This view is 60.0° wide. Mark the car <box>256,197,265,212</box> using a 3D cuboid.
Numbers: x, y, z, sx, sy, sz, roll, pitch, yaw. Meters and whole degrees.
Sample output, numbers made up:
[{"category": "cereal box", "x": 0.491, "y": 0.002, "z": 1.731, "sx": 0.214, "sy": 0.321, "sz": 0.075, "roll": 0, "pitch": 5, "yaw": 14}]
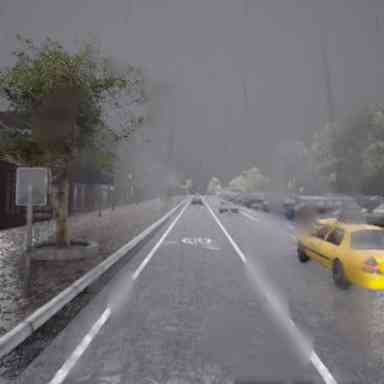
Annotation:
[{"category": "car", "x": 9.498, "y": 1.588, "z": 34.224, "sx": 4.792, "sy": 1.488, "sz": 2.163, "roll": 1, "pitch": 0, "yaw": 1}]

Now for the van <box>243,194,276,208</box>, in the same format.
[{"category": "van", "x": 9.789, "y": 1.246, "z": 48.243, "sx": 4.442, "sy": 1.987, "sz": 1.878, "roll": 1, "pitch": 0, "yaw": 1}]

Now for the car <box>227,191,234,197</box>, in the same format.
[{"category": "car", "x": 9.845, "y": 1.108, "z": 62.260, "sx": 5.566, "sy": 2.045, "sz": 2.435, "roll": 1, "pitch": 0, "yaw": 1}]

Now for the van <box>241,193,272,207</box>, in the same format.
[{"category": "van", "x": 9.829, "y": 1.224, "z": 51.046, "sx": 4.442, "sy": 1.987, "sz": 1.878, "roll": 1, "pitch": 0, "yaw": 1}]

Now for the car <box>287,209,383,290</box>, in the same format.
[{"category": "car", "x": 4.342, "y": 1.496, "z": 9.161, "sx": 1.801, "sy": 1.575, "sz": 5.366, "roll": 1, "pitch": 0, "yaw": 1}]

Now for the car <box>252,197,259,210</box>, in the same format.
[{"category": "car", "x": 9.506, "y": 1.586, "z": 37.032, "sx": 4.674, "sy": 1.452, "sz": 2.002, "roll": 1, "pitch": 0, "yaw": 1}]

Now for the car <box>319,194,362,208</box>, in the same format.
[{"category": "car", "x": 22.826, "y": 1.321, "z": 51.369, "sx": 5.566, "sy": 2.045, "sz": 2.435, "roll": 1, "pitch": 0, "yaw": 1}]

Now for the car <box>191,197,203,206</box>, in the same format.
[{"category": "car", "x": 0.793, "y": 1.467, "z": 52.340, "sx": 1.895, "sy": 1.301, "sz": 4.718, "roll": 1, "pitch": 0, "yaw": 1}]

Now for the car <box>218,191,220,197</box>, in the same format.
[{"category": "car", "x": 10.303, "y": 1.167, "z": 90.290, "sx": 4.792, "sy": 1.488, "sz": 2.163, "roll": 1, "pitch": 0, "yaw": 1}]

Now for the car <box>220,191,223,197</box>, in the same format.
[{"category": "car", "x": 10.164, "y": 1.211, "z": 84.685, "sx": 4.792, "sy": 1.488, "sz": 2.163, "roll": 1, "pitch": 0, "yaw": 1}]

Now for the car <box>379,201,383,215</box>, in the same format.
[{"category": "car", "x": 22.526, "y": 1.714, "z": 34.712, "sx": 4.792, "sy": 1.488, "sz": 2.163, "roll": 1, "pitch": 0, "yaw": 1}]

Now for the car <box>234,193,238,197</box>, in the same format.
[{"category": "car", "x": 9.744, "y": 1.428, "z": 53.853, "sx": 4.892, "sy": 1.521, "sz": 2.231, "roll": 1, "pitch": 0, "yaw": 1}]

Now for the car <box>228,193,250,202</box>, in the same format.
[{"category": "car", "x": 9.962, "y": 1.167, "z": 70.670, "sx": 4.553, "sy": 1.767, "sz": 2.185, "roll": 1, "pitch": 0, "yaw": 1}]

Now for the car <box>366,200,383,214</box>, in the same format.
[{"category": "car", "x": 22.624, "y": 1.700, "z": 37.494, "sx": 4.792, "sy": 1.488, "sz": 2.163, "roll": 1, "pitch": 0, "yaw": 1}]

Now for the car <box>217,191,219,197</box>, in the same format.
[{"category": "car", "x": 10.499, "y": 1.114, "z": 93.091, "sx": 5.366, "sy": 1.575, "sz": 1.946, "roll": 1, "pitch": 0, "yaw": 1}]

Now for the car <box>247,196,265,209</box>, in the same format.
[{"category": "car", "x": 9.555, "y": 1.532, "z": 39.835, "sx": 4.892, "sy": 1.521, "sz": 2.231, "roll": 1, "pitch": 0, "yaw": 1}]

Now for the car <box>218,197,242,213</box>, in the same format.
[{"category": "car", "x": 3.855, "y": 1.582, "z": 36.010, "sx": 1.895, "sy": 1.301, "sz": 4.718, "roll": 1, "pitch": 0, "yaw": 1}]

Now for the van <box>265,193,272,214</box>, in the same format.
[{"category": "van", "x": 9.547, "y": 1.339, "z": 31.420, "sx": 4.442, "sy": 1.987, "sz": 1.878, "roll": 1, "pitch": 0, "yaw": 1}]

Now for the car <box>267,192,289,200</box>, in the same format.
[{"category": "car", "x": 23.331, "y": 1.010, "z": 90.467, "sx": 5.566, "sy": 2.045, "sz": 2.435, "roll": 1, "pitch": 0, "yaw": 1}]

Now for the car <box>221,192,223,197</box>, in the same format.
[{"category": "car", "x": 10.107, "y": 1.226, "z": 79.079, "sx": 5.008, "sy": 1.535, "sz": 2.097, "roll": 1, "pitch": 0, "yaw": 1}]

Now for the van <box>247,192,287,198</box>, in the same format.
[{"category": "van", "x": 9.708, "y": 1.291, "z": 42.639, "sx": 4.442, "sy": 1.987, "sz": 1.878, "roll": 1, "pitch": 0, "yaw": 1}]

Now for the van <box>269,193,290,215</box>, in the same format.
[{"category": "van", "x": 9.274, "y": 1.342, "z": 28.622, "sx": 4.442, "sy": 1.987, "sz": 1.878, "roll": 1, "pitch": 0, "yaw": 1}]

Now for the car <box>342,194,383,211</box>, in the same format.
[{"category": "car", "x": 22.706, "y": 1.387, "z": 43.043, "sx": 5.566, "sy": 2.045, "sz": 2.435, "roll": 1, "pitch": 0, "yaw": 1}]

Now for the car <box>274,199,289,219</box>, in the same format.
[{"category": "car", "x": 9.343, "y": 1.570, "z": 25.814, "sx": 5.008, "sy": 1.535, "sz": 2.097, "roll": 1, "pitch": 0, "yaw": 1}]

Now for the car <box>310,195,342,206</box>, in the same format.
[{"category": "car", "x": 22.907, "y": 1.403, "z": 56.922, "sx": 4.553, "sy": 1.767, "sz": 2.185, "roll": 1, "pitch": 0, "yaw": 1}]

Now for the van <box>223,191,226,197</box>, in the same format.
[{"category": "van", "x": 9.958, "y": 1.022, "z": 76.276, "sx": 4.442, "sy": 1.987, "sz": 1.878, "roll": 1, "pitch": 0, "yaw": 1}]

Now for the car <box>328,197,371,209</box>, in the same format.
[{"category": "car", "x": 22.941, "y": 1.593, "z": 48.593, "sx": 5.366, "sy": 1.575, "sz": 1.946, "roll": 1, "pitch": 0, "yaw": 1}]

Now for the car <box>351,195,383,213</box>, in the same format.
[{"category": "car", "x": 22.610, "y": 1.404, "z": 40.267, "sx": 5.566, "sy": 2.045, "sz": 2.435, "roll": 1, "pitch": 0, "yaw": 1}]

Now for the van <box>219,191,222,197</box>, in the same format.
[{"category": "van", "x": 10.119, "y": 0.933, "z": 87.487, "sx": 4.442, "sy": 1.987, "sz": 1.878, "roll": 1, "pitch": 0, "yaw": 1}]

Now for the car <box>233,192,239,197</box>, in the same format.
[{"category": "car", "x": 9.823, "y": 1.279, "z": 56.654, "sx": 4.553, "sy": 1.767, "sz": 2.185, "roll": 1, "pitch": 0, "yaw": 1}]

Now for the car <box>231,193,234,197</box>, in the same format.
[{"category": "car", "x": 9.828, "y": 1.422, "z": 59.459, "sx": 4.674, "sy": 1.452, "sz": 2.002, "roll": 1, "pitch": 0, "yaw": 1}]

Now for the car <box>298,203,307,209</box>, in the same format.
[{"category": "car", "x": 9.271, "y": 1.611, "z": 20.207, "sx": 4.674, "sy": 1.452, "sz": 2.002, "roll": 1, "pitch": 0, "yaw": 1}]

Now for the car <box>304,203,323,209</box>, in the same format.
[{"category": "car", "x": 9.043, "y": 1.566, "z": 17.407, "sx": 5.366, "sy": 1.575, "sz": 1.946, "roll": 1, "pitch": 0, "yaw": 1}]

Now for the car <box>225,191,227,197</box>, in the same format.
[{"category": "car", "x": 9.885, "y": 1.086, "z": 65.063, "sx": 5.566, "sy": 2.045, "sz": 2.435, "roll": 1, "pitch": 0, "yaw": 1}]

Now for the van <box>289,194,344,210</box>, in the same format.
[{"category": "van", "x": 9.427, "y": 1.346, "z": 23.009, "sx": 4.442, "sy": 1.987, "sz": 1.878, "roll": 1, "pitch": 0, "yaw": 1}]

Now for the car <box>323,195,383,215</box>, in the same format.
[{"category": "car", "x": 9.162, "y": 1.320, "z": 14.602, "sx": 5.566, "sy": 2.045, "sz": 2.435, "roll": 1, "pitch": 0, "yaw": 1}]

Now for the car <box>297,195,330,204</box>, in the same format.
[{"category": "car", "x": 22.769, "y": 1.479, "z": 62.475, "sx": 5.366, "sy": 1.575, "sz": 1.946, "roll": 1, "pitch": 0, "yaw": 1}]

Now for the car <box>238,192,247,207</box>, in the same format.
[{"category": "car", "x": 9.604, "y": 1.242, "z": 45.441, "sx": 5.566, "sy": 2.045, "sz": 2.435, "roll": 1, "pitch": 0, "yaw": 1}]

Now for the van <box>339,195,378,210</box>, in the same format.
[{"category": "van", "x": 22.834, "y": 1.392, "z": 45.818, "sx": 4.442, "sy": 1.987, "sz": 1.878, "roll": 1, "pitch": 0, "yaw": 1}]

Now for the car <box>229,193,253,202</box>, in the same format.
[{"category": "car", "x": 9.922, "y": 1.189, "z": 67.866, "sx": 4.553, "sy": 1.767, "sz": 2.185, "roll": 1, "pitch": 0, "yaw": 1}]
